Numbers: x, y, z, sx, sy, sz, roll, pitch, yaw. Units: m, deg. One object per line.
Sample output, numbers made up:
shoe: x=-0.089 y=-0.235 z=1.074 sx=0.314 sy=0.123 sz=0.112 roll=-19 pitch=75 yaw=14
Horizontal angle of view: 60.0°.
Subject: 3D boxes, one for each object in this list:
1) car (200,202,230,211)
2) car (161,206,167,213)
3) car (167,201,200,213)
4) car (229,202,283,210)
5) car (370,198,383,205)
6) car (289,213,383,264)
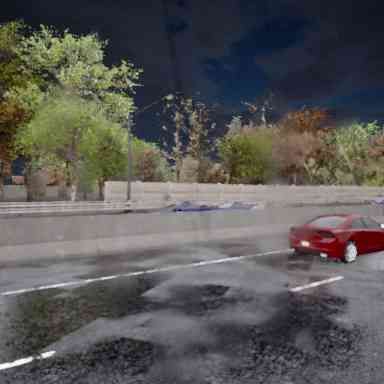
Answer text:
car: x=3.285 y=1.587 z=27.827 sx=4.674 sy=1.442 sz=1.812 roll=0 pitch=0 yaw=-35
car: x=-0.948 y=1.623 z=32.861 sx=4.181 sy=1.385 sz=1.994 roll=0 pitch=0 yaw=-38
car: x=0.490 y=1.659 z=30.133 sx=4.718 sy=1.301 sz=1.895 roll=0 pitch=0 yaw=-35
car: x=5.340 y=1.588 z=24.994 sx=4.674 sy=1.442 sz=1.812 roll=0 pitch=0 yaw=-35
car: x=32.650 y=1.761 z=57.257 sx=4.674 sy=1.442 sz=1.812 roll=0 pitch=0 yaw=-35
car: x=5.643 y=1.514 z=12.071 sx=5.008 sy=1.535 sz=1.882 roll=0 pitch=0 yaw=-35
